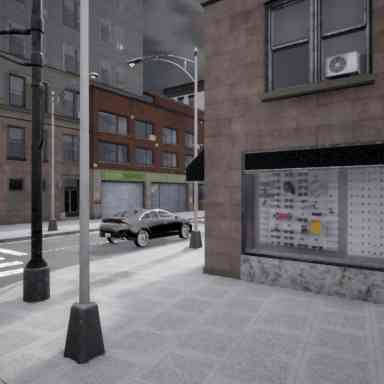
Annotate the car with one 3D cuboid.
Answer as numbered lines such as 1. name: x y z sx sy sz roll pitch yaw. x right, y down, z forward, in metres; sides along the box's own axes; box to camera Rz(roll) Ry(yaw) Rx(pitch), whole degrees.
1. car: -1.875 1.459 14.950 2.128 1.511 4.902 0 0 35
